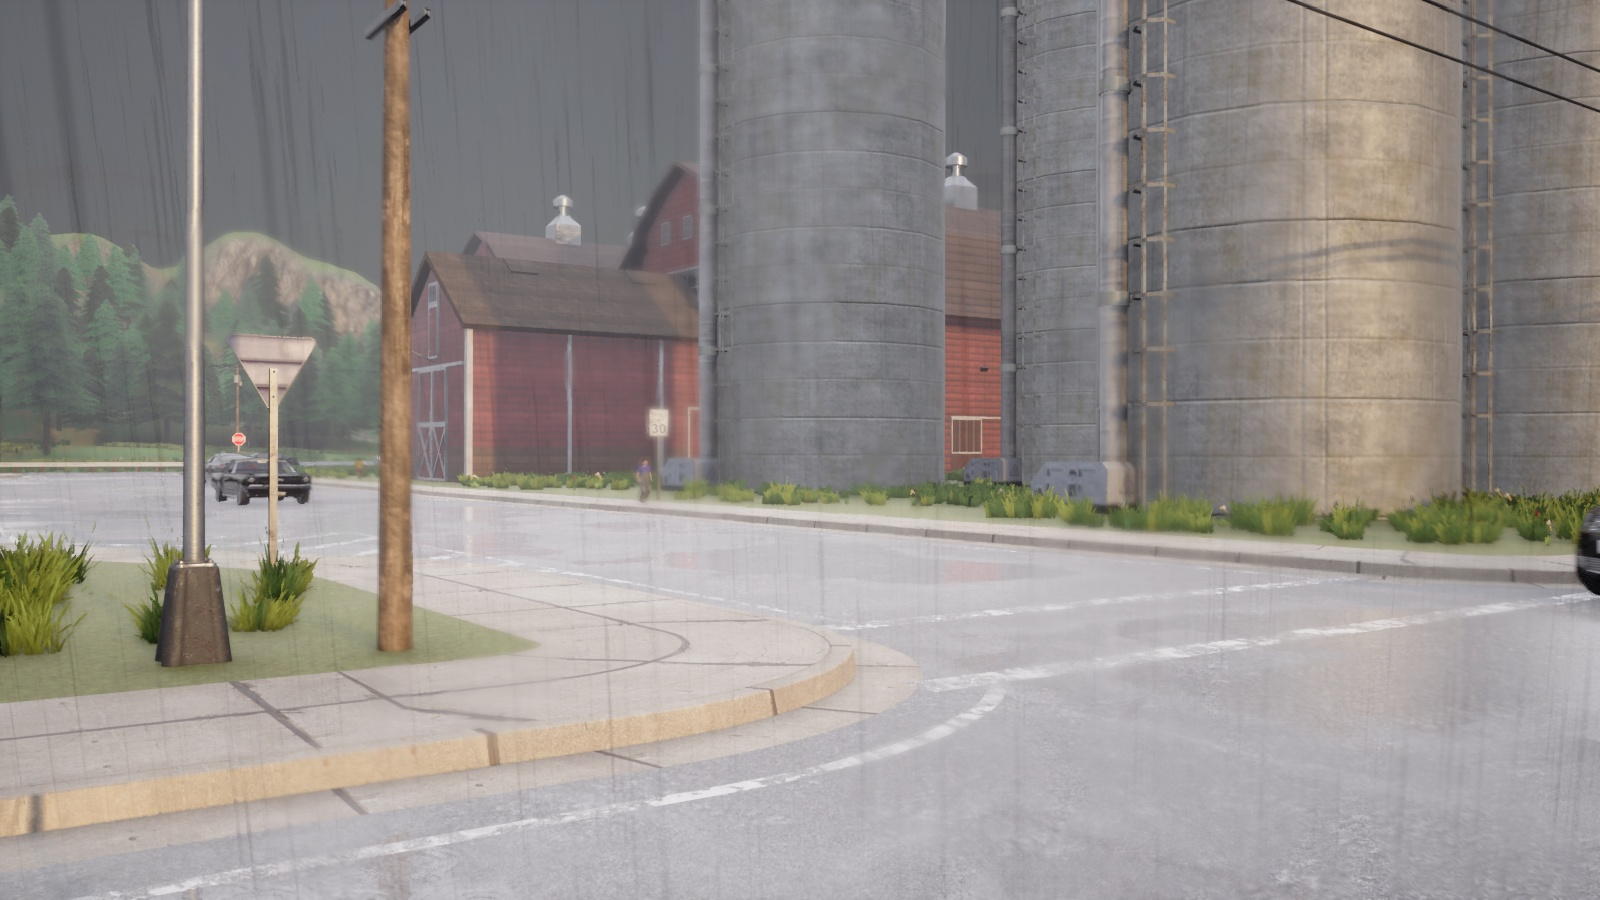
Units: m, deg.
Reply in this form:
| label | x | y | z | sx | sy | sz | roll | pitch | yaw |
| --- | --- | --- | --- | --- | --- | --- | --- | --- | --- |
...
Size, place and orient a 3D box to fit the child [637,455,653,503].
| label | x | y | z | sx | sy | sz | roll | pitch | yaw |
| --- | --- | --- | --- | --- | --- | --- | --- | --- | --- |
| child | -4.168 | 0.771 | 33.709 | 0.270 | 1.263 | 0.437 | 0 | 0 | -32 |

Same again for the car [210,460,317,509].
| label | x | y | z | sx | sy | sz | roll | pitch | yaw |
| --- | --- | --- | --- | --- | --- | --- | --- | --- | --- |
| car | -15.650 | 0.968 | 36.503 | 1.895 | 1.301 | 4.718 | 0 | 0 | -36 |

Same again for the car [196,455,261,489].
| label | x | y | z | sx | sy | sz | roll | pitch | yaw |
| --- | --- | --- | --- | --- | --- | --- | --- | --- | --- |
| car | -25.842 | 0.964 | 56.733 | 1.812 | 1.442 | 4.674 | 0 | 0 | -36 |

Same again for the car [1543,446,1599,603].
| label | x | y | z | sx | sy | sz | roll | pitch | yaw |
| --- | --- | --- | --- | --- | --- | --- | --- | --- | --- |
| car | 9.729 | 0.733 | 12.477 | 3.705 | 1.549 | 1.789 | 0 | 0 | -6 |
